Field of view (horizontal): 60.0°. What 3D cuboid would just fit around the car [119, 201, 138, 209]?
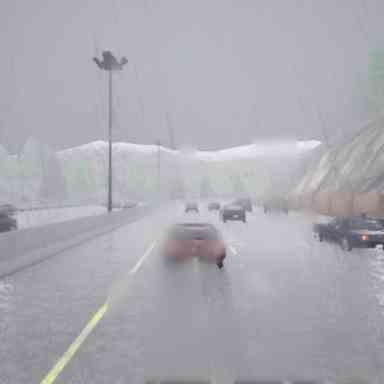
[{"bbox_3d":[-10.685,2.328,57.962,2.033,1.411,5.357,0,-1,1],"label":"car"}]

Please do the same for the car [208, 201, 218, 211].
[{"bbox_3d":[3.463,2.196,52.272,1.837,1.490,4.892,0,-1,0],"label":"car"}]

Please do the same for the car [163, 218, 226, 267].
[{"bbox_3d":[0.071,1.761,11.970,1.895,1.301,4.718,0,-1,0],"label":"car"}]

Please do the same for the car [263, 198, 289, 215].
[{"bbox_3d":[10.492,1.771,41.839,2.150,2.045,5.566,0,-1,0],"label":"car"}]

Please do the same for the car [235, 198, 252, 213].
[{"bbox_3d":[6.979,1.836,46.535,2.150,2.045,5.566,0,-1,0],"label":"car"}]

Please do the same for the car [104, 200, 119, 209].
[{"bbox_3d":[-14.184,2.396,61.395,1.994,1.385,4.181,0,-1,0],"label":"car"}]

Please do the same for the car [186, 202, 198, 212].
[{"bbox_3d":[-0.031,2.212,49.942,2.033,1.411,5.357,0,-1,0],"label":"car"}]

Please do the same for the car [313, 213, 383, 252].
[{"bbox_3d":[7.068,1.792,14.780,1.895,1.301,4.718,0,-1,0],"label":"car"}]

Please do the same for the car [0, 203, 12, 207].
[{"bbox_3d":[-17.671,1.932,27.721,2.033,1.411,5.357,0,-1,0],"label":"car"}]

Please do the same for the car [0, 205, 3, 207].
[{"bbox_3d":[-14.150,1.774,20.259,2.128,1.511,4.902,0,-1,0],"label":"car"}]

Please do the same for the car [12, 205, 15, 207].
[{"bbox_3d":[-21.191,2.010,36.611,1.837,1.490,4.892,0,-1,0],"label":"car"}]

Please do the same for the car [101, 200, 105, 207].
[{"bbox_3d":[-17.683,2.374,69.879,1.837,1.490,4.892,0,-1,0],"label":"car"}]

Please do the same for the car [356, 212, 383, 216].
[{"bbox_3d":[10.550,1.860,20.119,1.895,1.301,4.718,0,-1,0],"label":"car"}]

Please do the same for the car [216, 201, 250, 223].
[{"bbox_3d":[3.525,1.867,29.465,1.882,1.535,5.008,0,-1,0],"label":"car"}]

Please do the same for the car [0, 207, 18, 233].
[{"bbox_3d":[-10.640,1.738,16.673,1.837,1.490,4.892,0,-1,0],"label":"car"}]
